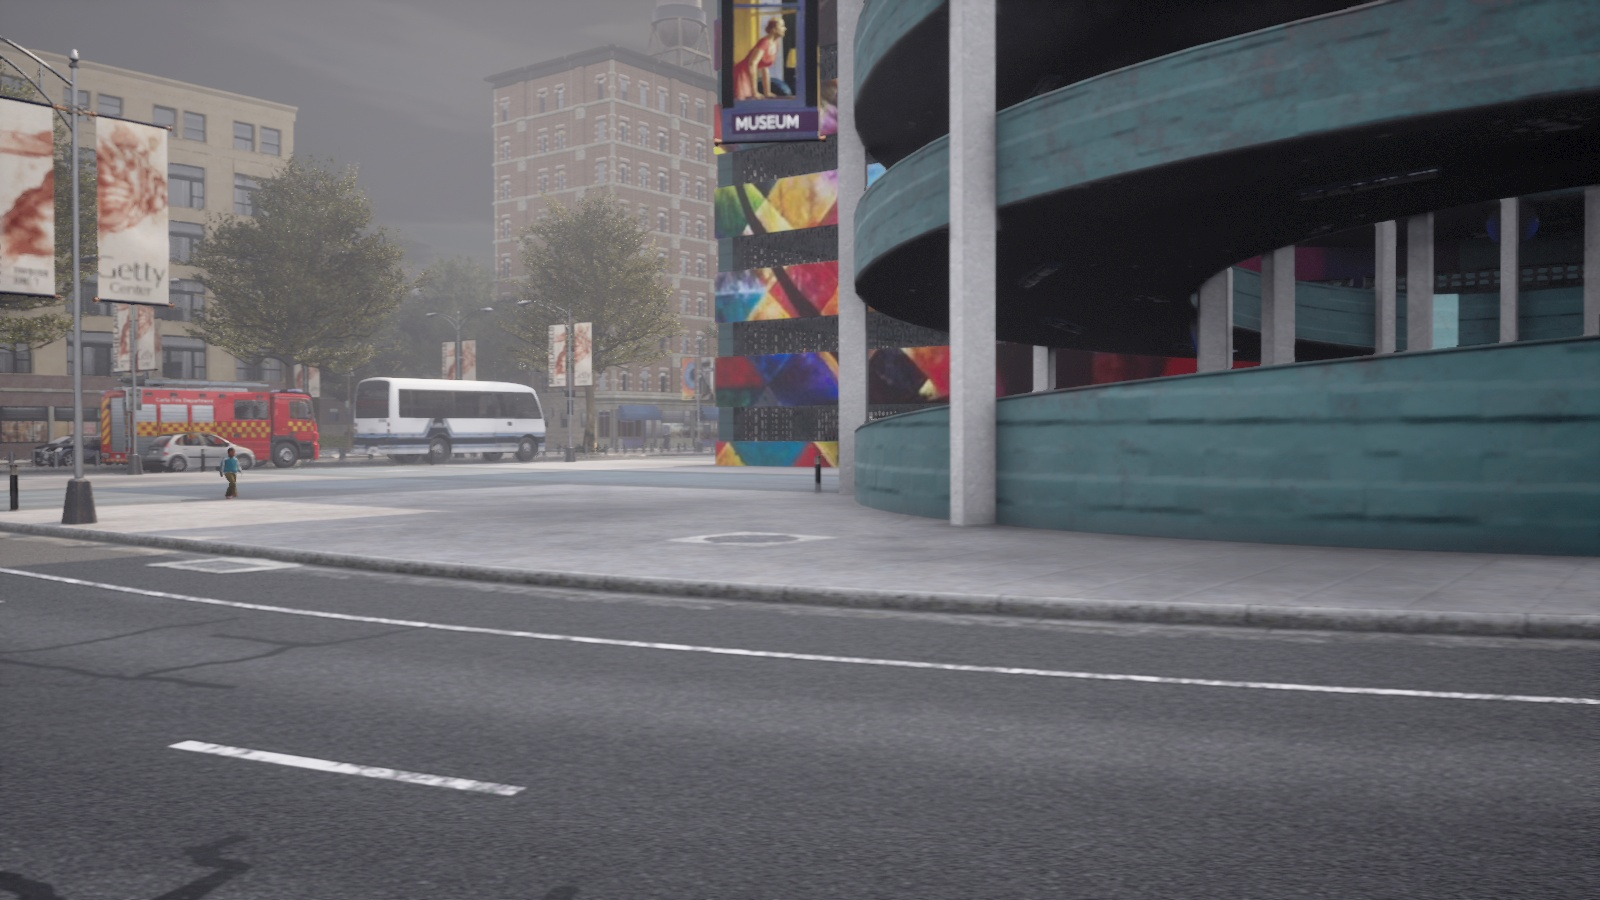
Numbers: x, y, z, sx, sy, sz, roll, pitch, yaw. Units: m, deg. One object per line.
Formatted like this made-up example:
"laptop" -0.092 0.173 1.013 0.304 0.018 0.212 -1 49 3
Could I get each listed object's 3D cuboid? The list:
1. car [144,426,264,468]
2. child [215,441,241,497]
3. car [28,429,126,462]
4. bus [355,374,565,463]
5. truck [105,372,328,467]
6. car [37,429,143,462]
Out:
"car" -24.072 -0.138 50.820 1.851 1.617 3.988 1 1 37
"child" -12.277 0.408 26.956 0.448 1.192 0.343 1 1 35
"car" -35.101 -0.257 61.046 1.789 1.549 3.705 1 1 38
"bus" -17.463 -1.607 65.404 3.944 4.253 10.273 1 1 37
"truck" -25.317 -1.270 54.951 2.891 3.827 8.468 1 1 37
"car" -32.852 -0.218 58.194 1.970 1.475 3.806 1 1 37
